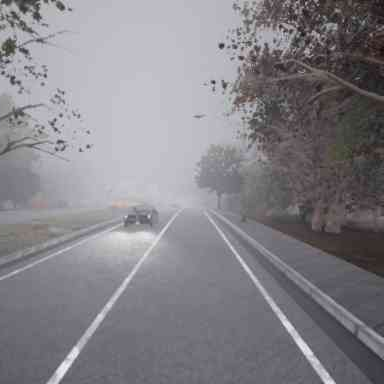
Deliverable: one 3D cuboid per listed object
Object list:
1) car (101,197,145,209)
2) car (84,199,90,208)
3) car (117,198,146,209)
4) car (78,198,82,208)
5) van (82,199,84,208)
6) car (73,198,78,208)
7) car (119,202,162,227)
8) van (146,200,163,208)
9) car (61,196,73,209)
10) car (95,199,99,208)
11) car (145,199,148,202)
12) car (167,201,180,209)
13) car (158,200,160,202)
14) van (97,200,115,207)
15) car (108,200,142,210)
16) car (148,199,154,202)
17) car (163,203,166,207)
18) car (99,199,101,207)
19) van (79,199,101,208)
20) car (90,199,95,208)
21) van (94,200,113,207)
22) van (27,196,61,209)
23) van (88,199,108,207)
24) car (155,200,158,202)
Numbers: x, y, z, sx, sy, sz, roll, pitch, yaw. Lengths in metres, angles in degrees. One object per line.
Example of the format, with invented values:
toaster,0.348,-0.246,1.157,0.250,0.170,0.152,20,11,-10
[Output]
car,-10.224,1.883,49.532,5.366,1.575,1.946,0,-2,0
car,-23.477,2.293,66.352,4.553,1.767,2.185,0,-2,0
car,-10.450,2.032,57.850,4.553,1.767,2.185,0,-2,0
car,-23.496,2.207,60.810,4.892,1.521,2.231,0,-2,0
van,-23.622,2.086,63.588,4.442,1.987,1.878,0,-2,0
car,-23.314,2.100,58.045,5.366,1.575,1.946,0,-2,0
car,-3.379,1.615,22.787,1.895,1.301,4.718,0,0,0
van,-10.343,3.267,91.120,4.442,1.987,1.878,0,-3,0
car,-23.522,1.750,55.287,5.566,2.045,2.435,0,-2,0
car,-23.511,2.631,71.884,5.008,1.535,2.097,0,-2,0
car,-10.422,2.059,55.070,5.008,1.535,2.097,0,-2,0
car,-3.362,2.479,64.401,1.812,1.442,4.674,0,-2,0
car,-10.413,2.930,77.257,4.792,1.488,2.163,0,-2,0
van,-23.656,3.210,91.250,4.442,1.987,1.878,0,-3,0
car,-10.418,1.969,52.299,4.892,1.521,2.231,0,-2,0
car,-10.393,2.011,60.624,5.566,2.045,2.435,0,-2,0
car,-10.484,3.090,88.349,5.566,2.045,2.435,0,-3,0
car,-23.514,2.739,74.652,4.892,1.521,2.231,0,-2,0
van,-23.639,2.618,77.429,4.442,1.987,1.878,0,-2,0
car,-23.507,2.520,68.990,5.008,1.535,2.097,0,-2,0
van,-23.419,3.053,88.352,4.442,1.987,1.878,0,-3,0
van,-23.609,1.681,52.396,4.442,1.987,1.878,0,-2,0
van,-23.412,2.831,82.965,4.442,1.987,1.878,0,-2,0
car,-10.442,2.687,71.711,5.008,1.535,2.097,0,-2,0
